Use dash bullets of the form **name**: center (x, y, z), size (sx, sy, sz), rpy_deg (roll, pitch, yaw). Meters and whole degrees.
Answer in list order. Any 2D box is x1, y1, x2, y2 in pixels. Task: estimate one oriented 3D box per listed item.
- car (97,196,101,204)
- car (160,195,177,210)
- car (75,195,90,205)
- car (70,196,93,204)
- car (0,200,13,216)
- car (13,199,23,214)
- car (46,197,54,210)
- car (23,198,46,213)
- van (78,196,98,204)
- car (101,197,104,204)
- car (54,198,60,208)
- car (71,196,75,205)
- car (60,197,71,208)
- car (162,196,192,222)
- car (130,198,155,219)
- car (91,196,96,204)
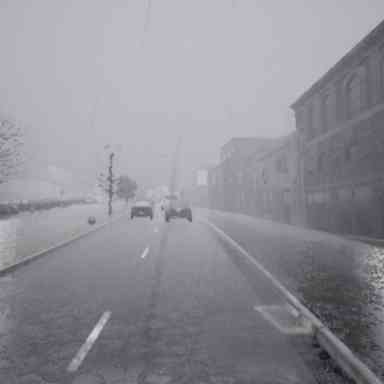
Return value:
- **car**: center (-25.792, 1.858, 80.709), size (5.566, 2.045, 2.435), rpy_deg (0, -2, -29)
- **car**: center (-2.985, 1.400, 44.326), size (2.150, 2.045, 5.566), rpy_deg (1, -1, -8)
- **car**: center (-23.510, 1.775, 65.985), size (5.008, 1.535, 2.097), rpy_deg (0, -1, -29)
- **car**: center (-24.923, 1.832, 74.793), size (4.553, 1.767, 2.185), rpy_deg (0, -2, -29)
- **car**: center (-18.156, 1.490, 27.847), size (5.008, 1.535, 2.097), rpy_deg (0, 0, -25)
- **car**: center (-18.484, 1.373, 30.774), size (4.553, 1.767, 2.185), rpy_deg (0, 0, -25)
- **car**: center (-19.488, 1.528, 39.584), size (4.892, 1.521, 2.231), rpy_deg (0, 0, -27)
- **car**: center (-19.113, 1.517, 36.652), size (4.892, 1.521, 2.231), rpy_deg (0, 0, -27)
- **van**: center (-26.174, 1.968, 83.687), size (4.442, 1.987, 1.878), rpy_deg (0, -2, -29)
- **car**: center (-26.756, 2.031, 86.553), size (5.566, 2.045, 2.435), rpy_deg (0, -2, -29)
- **car**: center (-19.889, 1.541, 42.516), size (4.892, 1.521, 2.231), rpy_deg (0, 0, -28)
- **car**: center (-21.227, 1.590, 51.290), size (5.008, 1.535, 2.097), rpy_deg (0, -1, -29)
- **car**: center (-20.775, 1.570, 48.363), size (5.008, 1.535, 2.097), rpy_deg (0, -1, -28)
- **car**: center (-1.181, 1.436, 27.582), size (2.097, 1.767, 4.553), rpy_deg (0, 0, -5)
- **car**: center (-4.371, 1.556, 29.754), size (1.882, 1.535, 5.008), rpy_deg (0, 0, -5)
- **car**: center (-24.276, 1.887, 71.960), size (5.366, 1.575, 1.946), rpy_deg (0, -2, -29)
